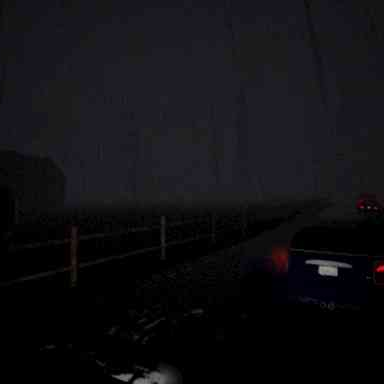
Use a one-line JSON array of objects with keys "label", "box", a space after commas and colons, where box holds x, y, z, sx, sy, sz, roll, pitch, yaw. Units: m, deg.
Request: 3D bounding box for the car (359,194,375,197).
[{"label": "car", "box": [22.524, 1.208, 42.964, 2.150, 2.045, 5.566, 0, 0, 26]}]

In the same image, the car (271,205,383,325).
[{"label": "car", "box": [3.359, 1.344, 7.433, 2.097, 1.767, 4.553, 0, 0, 30]}]

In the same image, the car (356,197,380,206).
[{"label": "car", "box": [17.882, 1.528, 33.647, 2.033, 1.411, 5.357, 0, 0, 28]}]
